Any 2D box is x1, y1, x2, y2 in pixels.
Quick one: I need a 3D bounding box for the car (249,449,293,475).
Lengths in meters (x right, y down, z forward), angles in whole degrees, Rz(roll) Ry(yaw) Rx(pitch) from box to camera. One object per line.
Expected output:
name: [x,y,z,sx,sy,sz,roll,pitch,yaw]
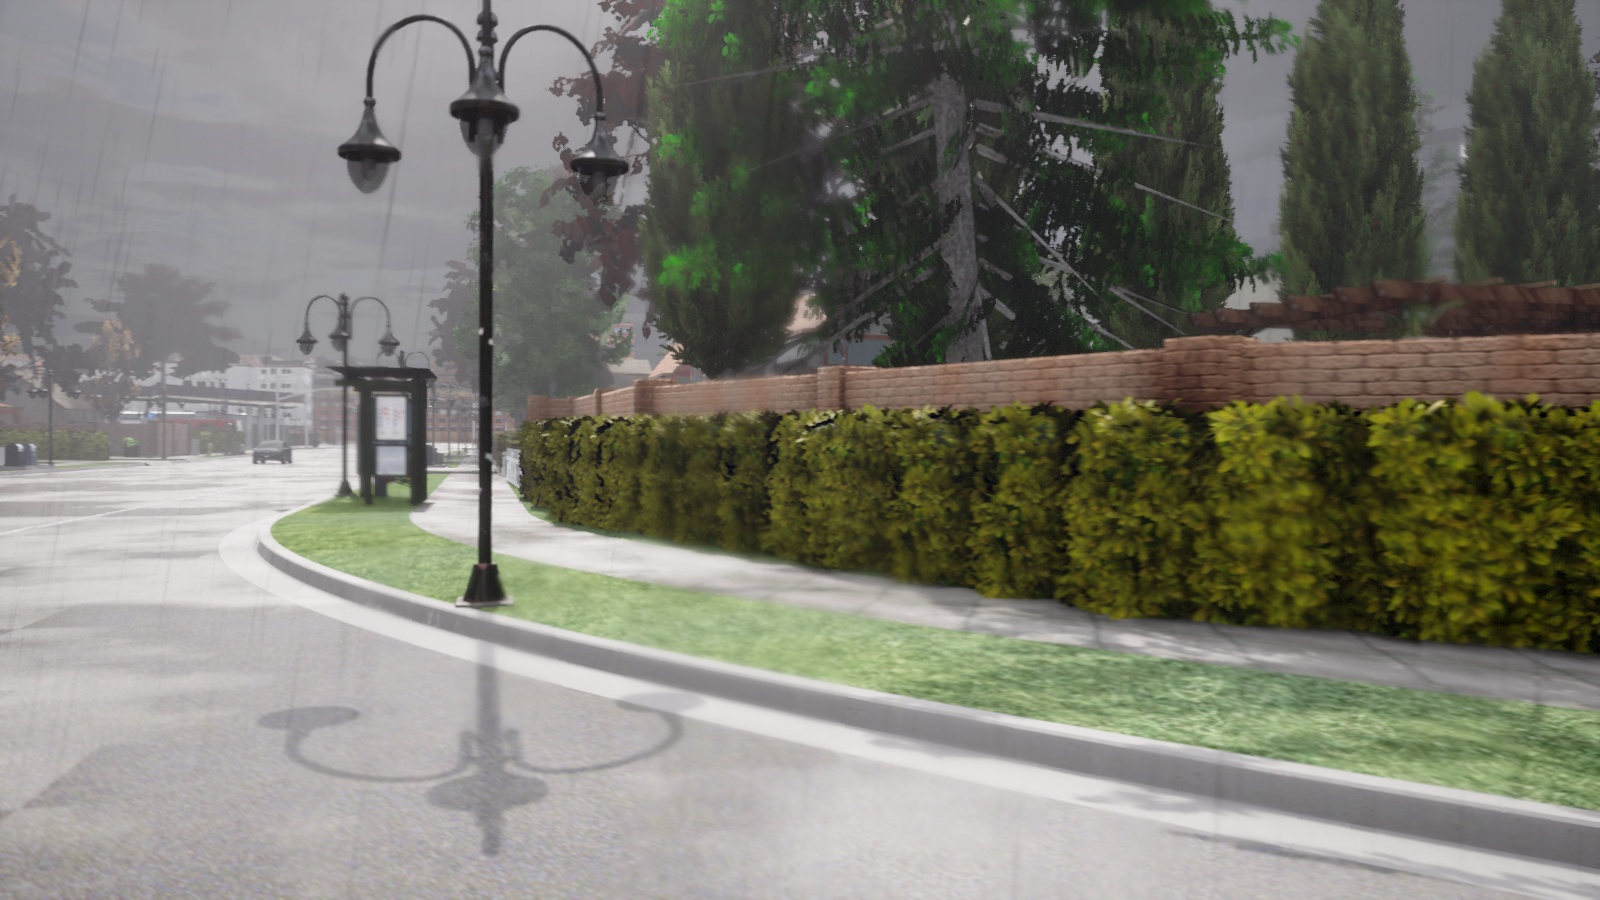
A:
car: [-33.023,0.724,78.472,1.837,1.490,4.892,-1,0,-14]
